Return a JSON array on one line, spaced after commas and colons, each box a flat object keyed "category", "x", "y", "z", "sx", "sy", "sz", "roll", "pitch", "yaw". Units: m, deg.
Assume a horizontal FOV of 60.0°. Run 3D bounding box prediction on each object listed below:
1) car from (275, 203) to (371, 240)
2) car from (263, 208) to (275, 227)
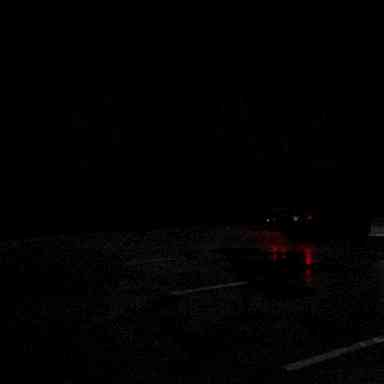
[{"category": "car", "x": 6.808, "y": 1.312, "z": 16.775, "sx": 4.553, "sy": 1.767, "sz": 2.097, "roll": 0, "pitch": 0, "yaw": -27}, {"category": "car", "x": 6.518, "y": 1.477, "z": 20.568, "sx": 4.674, "sy": 1.442, "sz": 1.812, "roll": 0, "pitch": 0, "yaw": -27}]
